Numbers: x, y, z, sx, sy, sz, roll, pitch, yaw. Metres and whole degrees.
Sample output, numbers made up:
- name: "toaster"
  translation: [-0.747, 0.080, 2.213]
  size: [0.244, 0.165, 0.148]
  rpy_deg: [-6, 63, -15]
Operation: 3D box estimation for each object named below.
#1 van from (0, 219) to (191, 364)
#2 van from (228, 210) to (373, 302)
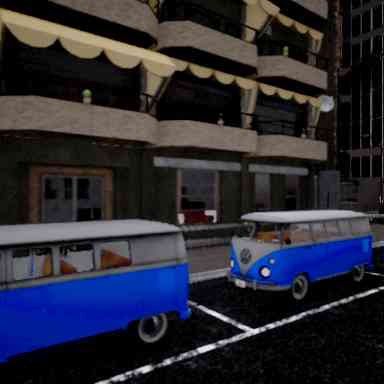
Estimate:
- name: "van"
  translation: [-1.926, 1.343, 4.720]
  size: [3.998, 1.788, 1.690]
  rpy_deg: [0, 0, -36]
- name: "van"
  translation: [2.705, 1.352, 8.025]
  size: [3.998, 1.788, 1.690]
  rpy_deg: [0, 0, -36]
